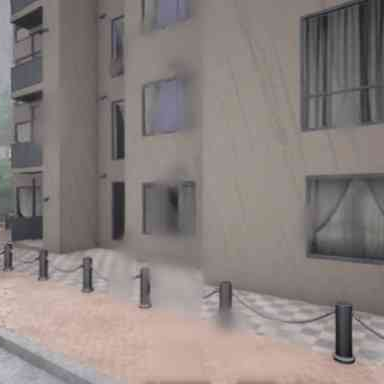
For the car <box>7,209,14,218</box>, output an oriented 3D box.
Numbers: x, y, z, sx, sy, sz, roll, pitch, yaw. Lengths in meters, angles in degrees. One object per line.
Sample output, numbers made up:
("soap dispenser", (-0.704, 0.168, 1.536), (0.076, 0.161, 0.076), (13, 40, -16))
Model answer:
("car", (-13.557, 1.665, 29.275), (1.837, 1.490, 4.892), (0, 0, 35))
